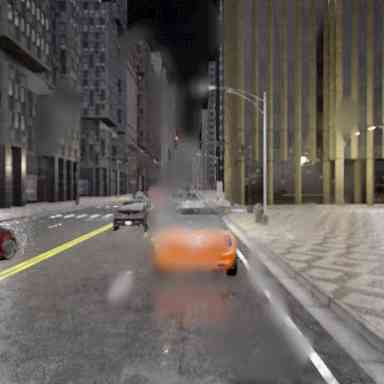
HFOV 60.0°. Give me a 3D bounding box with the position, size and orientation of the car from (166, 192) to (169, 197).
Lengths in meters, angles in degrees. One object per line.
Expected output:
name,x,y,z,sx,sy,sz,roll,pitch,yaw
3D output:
car,-6.507,0.482,76.342,1.812,1.442,4.674,0,1,0

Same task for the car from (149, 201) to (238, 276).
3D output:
car,0.104,1.233,10.143,2.097,1.767,4.553,0,1,0

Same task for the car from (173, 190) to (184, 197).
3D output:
car,-3.256,0.304,76.655,2.097,1.767,4.553,0,1,0

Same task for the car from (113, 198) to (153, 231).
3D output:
car,-3.151,1.277,18.807,1.837,1.490,4.892,0,0,0

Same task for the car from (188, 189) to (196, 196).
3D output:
car,-0.007,-0.004,86.657,2.097,1.767,4.553,0,1,0

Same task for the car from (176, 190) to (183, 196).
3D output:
car,-3.257,0.140,86.690,1.837,1.490,4.892,0,1,0

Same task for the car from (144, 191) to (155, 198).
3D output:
car,-9.757,0.510,76.385,1.994,1.385,4.181,0,1,0

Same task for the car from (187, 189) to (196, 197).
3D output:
car,-0.006,0.472,76.688,1.812,1.442,4.674,0,1,0

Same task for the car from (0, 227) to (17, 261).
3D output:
car,-6.592,1.460,8.938,1.994,1.385,4.181,0,1,0

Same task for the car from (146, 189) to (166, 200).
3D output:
car,-6.538,0.410,60.944,2.150,2.045,5.566,0,1,1

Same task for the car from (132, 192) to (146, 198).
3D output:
car,-9.790,0.694,60.933,1.837,1.490,4.892,0,1,1

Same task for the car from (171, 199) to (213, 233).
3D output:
car,0.031,1.262,19.150,2.128,1.511,4.902,0,1,1
